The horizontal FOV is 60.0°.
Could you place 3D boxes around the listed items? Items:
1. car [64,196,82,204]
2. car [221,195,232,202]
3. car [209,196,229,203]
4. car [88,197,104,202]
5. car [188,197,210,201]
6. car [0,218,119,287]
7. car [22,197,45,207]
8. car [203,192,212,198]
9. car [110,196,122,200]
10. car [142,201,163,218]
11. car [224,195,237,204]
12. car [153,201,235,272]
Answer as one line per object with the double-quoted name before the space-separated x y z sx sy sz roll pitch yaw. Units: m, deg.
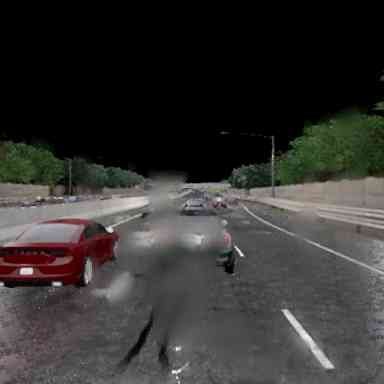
"car" -20.664 1.500 58.088 1.812 1.442 4.674 0 0 1
"car" 7.587 1.417 73.344 1.994 1.385 4.181 0 0 1
"car" 3.751 1.563 47.145 1.895 1.301 4.718 0 0 1
"car" -17.139 1.540 59.720 1.994 1.385 4.181 0 0 1
"car" 0.207 1.470 29.490 2.128 1.511 4.902 0 0 0
"car" -3.383 1.470 9.286 1.882 1.535 5.008 0 0 0
"car" -23.596 1.460 49.628 2.128 1.511 4.902 0 0 -2
"car" 4.190 1.497 79.750 1.882 1.535 5.008 0 0 1
"car" -13.641 1.503 59.657 1.812 1.442 4.674 0 0 1
"car" -3.288 1.542 30.251 1.994 1.385 4.181 0 0 0
"car" 7.342 1.479 62.649 2.128 1.511 4.902 0 0 2
"car" 0.122 1.344 10.865 2.097 1.767 4.553 0 0 0
